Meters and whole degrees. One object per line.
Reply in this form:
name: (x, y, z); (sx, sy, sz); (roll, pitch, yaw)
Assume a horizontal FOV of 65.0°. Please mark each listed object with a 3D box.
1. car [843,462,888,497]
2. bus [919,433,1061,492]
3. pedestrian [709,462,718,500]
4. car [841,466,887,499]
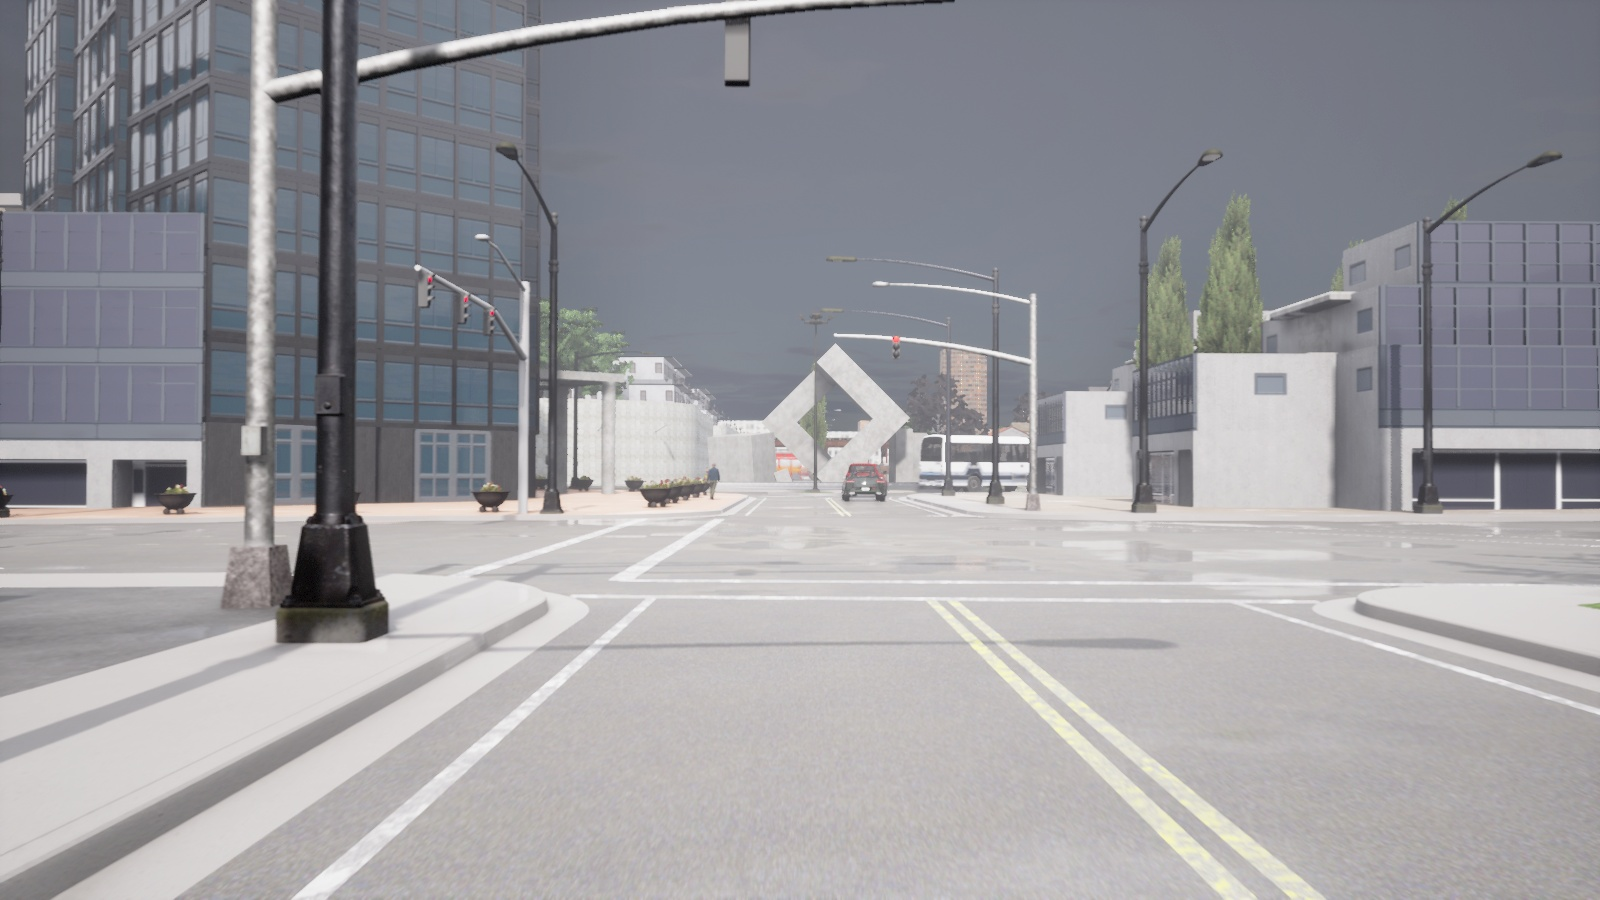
car: (4.058, 1.804, 76.834); (2.150, 2.045, 5.566); (0, -1, 9)
bus: (14.340, 0.963, 94.513); (10.273, 4.253, 3.944); (0, -1, -29)
pedestrian: (-4.207, 1.515, 60.812); (0.402, 1.842, 0.726); (0, -1, -1)
car: (3.346, 1.691, 66.367); (2.152, 1.651, 5.027); (0, -1, 0)
